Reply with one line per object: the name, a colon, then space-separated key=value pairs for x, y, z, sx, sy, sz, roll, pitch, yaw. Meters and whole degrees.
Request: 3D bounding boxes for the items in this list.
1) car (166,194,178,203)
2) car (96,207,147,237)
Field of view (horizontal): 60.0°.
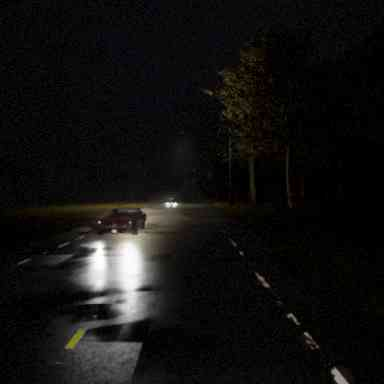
car: x=-3.533 y=1.124 z=59.198 sx=2.128 sy=1.511 sz=4.902 roll=0 pitch=1 yaw=1
car: x=-3.597 y=1.499 z=17.661 sx=1.895 sy=1.301 sz=4.718 roll=0 pitch=0 yaw=0
